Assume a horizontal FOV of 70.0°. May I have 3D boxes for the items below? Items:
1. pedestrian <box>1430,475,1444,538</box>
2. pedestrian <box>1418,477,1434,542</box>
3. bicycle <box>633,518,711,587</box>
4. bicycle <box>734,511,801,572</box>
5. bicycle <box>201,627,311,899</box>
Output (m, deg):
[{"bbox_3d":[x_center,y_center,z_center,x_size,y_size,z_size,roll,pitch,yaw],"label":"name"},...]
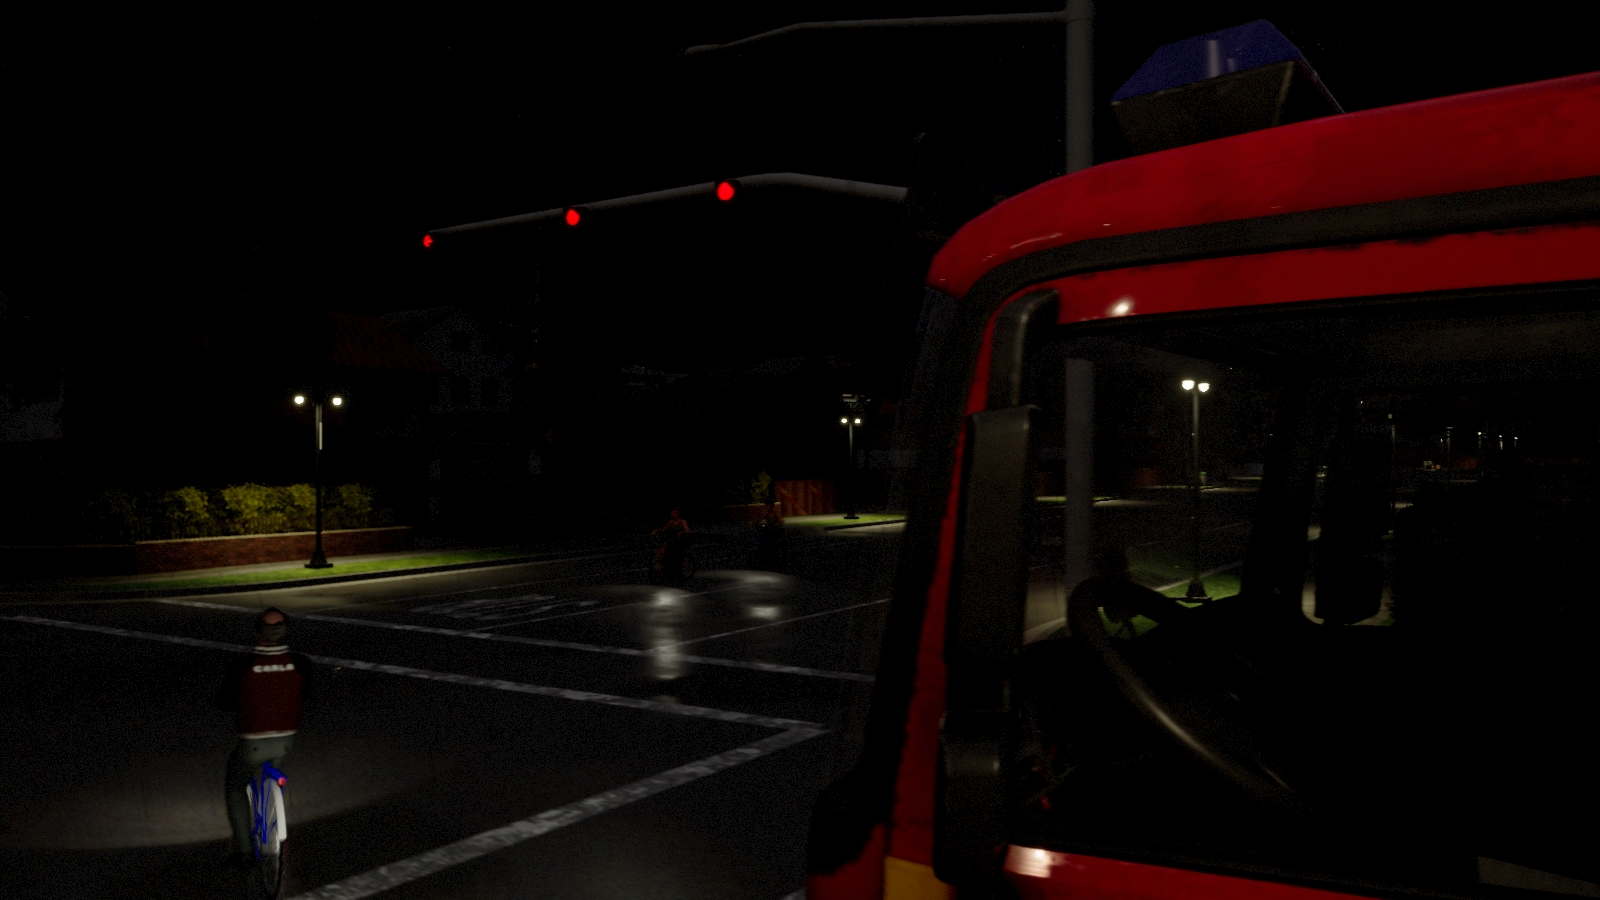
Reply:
[{"bbox_3d":[19.168,1.703,34.389,0.375,1.860,0.375,0,0,28],"label":"pedestrian"},{"bbox_3d":[18.059,1.702,32.976,0.375,1.860,0.375,0,0,34],"label":"pedestrian"},{"bbox_3d":[-2.696,2.146,24.175,0.859,1.301,1.487,0,0,35],"label":"bicycle"},{"bbox_3d":[-0.762,2.146,27.148,0.859,1.301,1.487,0,0,34],"label":"bicycle"},{"bbox_3d":[-3.627,2.048,7.557,0.329,1.496,1.835,3,-1,-34],"label":"bicycle"}]
